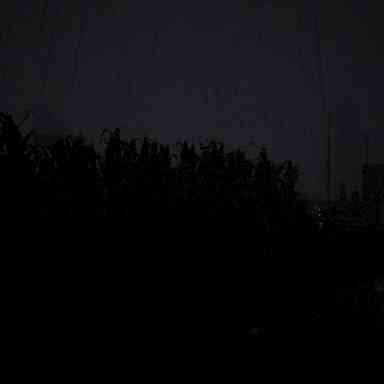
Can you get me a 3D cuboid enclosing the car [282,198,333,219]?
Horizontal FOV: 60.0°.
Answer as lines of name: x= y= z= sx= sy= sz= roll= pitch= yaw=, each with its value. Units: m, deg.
car: x=9.017 y=1.291 z=27.049 sx=2.097 sy=1.767 sz=4.553 roll=0 pitch=0 yaw=-36
